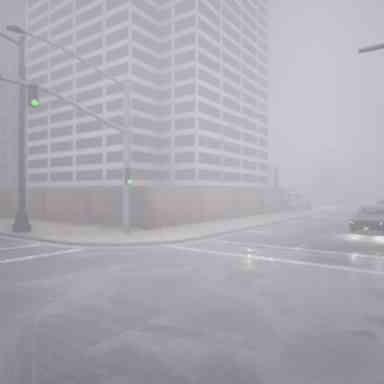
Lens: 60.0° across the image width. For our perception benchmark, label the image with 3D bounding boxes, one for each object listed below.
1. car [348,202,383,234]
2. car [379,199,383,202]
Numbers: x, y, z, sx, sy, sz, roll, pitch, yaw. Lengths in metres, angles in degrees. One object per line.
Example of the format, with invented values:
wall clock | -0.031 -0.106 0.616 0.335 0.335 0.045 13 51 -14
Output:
car | 10.723 1.549 19.757 2.033 1.411 5.357 0 0 35
car | 16.459 1.353 27.850 2.097 1.767 4.553 0 0 35
